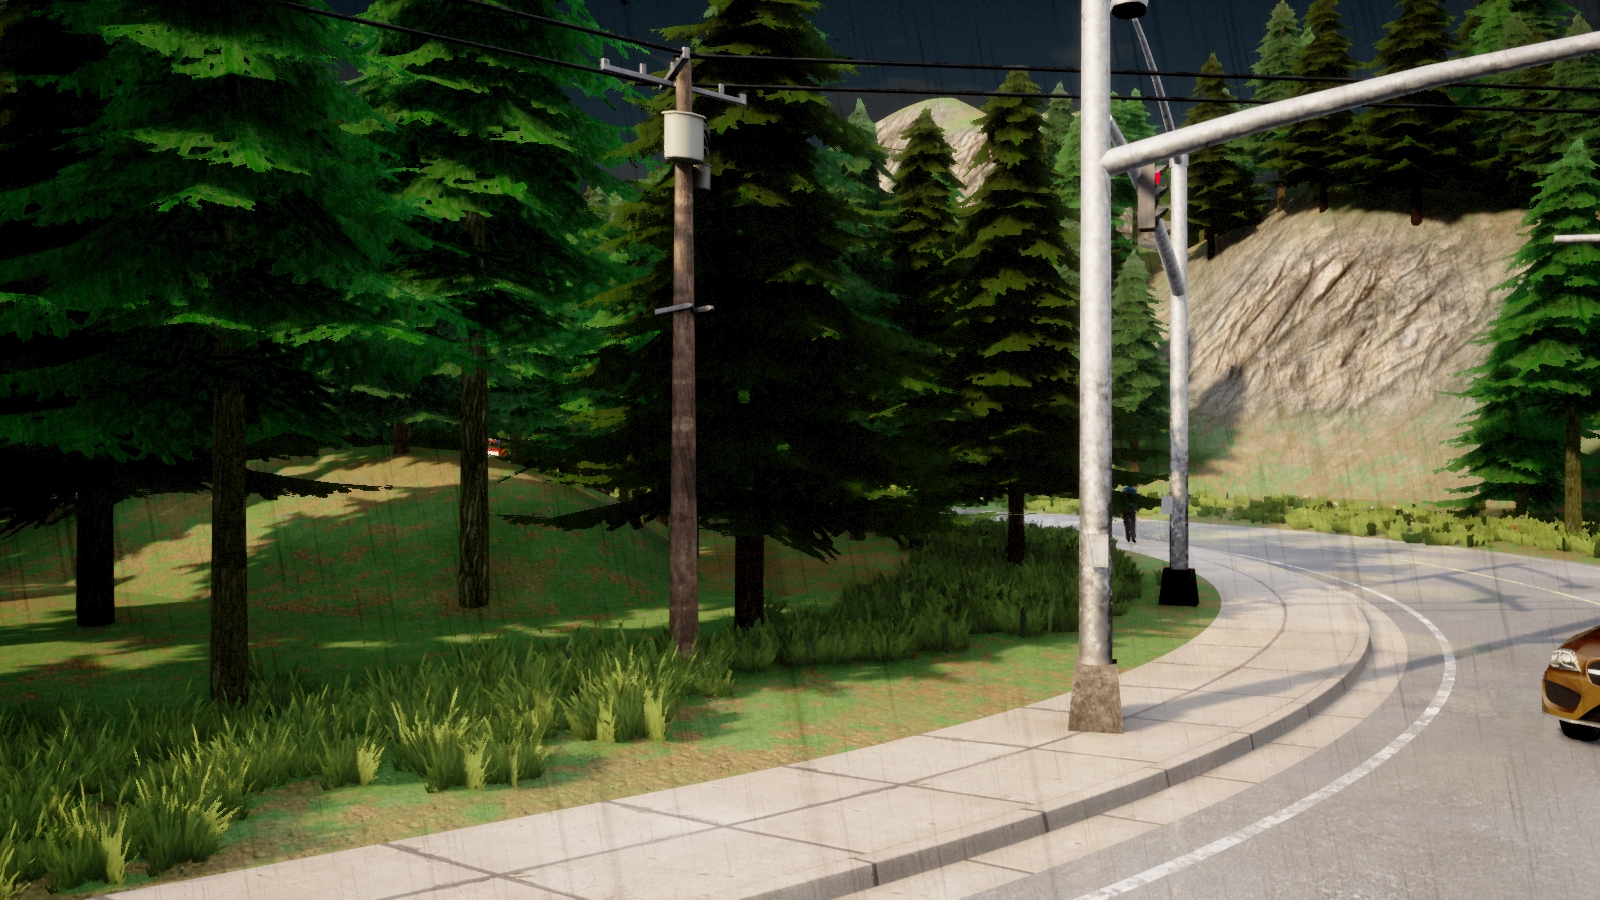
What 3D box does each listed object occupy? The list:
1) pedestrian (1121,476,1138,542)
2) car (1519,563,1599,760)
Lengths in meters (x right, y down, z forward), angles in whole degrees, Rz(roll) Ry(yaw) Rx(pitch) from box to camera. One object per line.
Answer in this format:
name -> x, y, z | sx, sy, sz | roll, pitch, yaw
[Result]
pedestrian -> 9.356, 1.669, 32.458 | 0.375, 1.860, 0.375 | 0, 0, 4
car -> 9.577, 1.970, 11.147 | 5.027, 1.651, 2.152 | 0, 0, -29
